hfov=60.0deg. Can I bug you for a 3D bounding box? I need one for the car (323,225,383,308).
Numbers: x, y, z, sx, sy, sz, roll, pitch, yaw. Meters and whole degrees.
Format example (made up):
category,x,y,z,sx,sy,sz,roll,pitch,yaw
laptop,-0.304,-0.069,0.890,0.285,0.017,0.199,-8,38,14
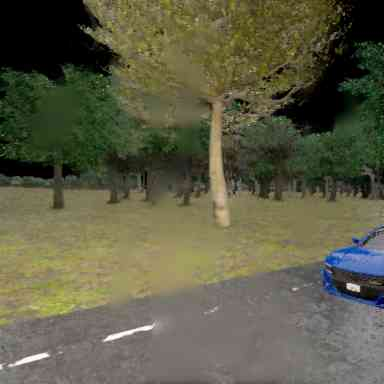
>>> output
category,x,y,z,sx,sy,sz,roll,pitch,yaw
car,4.990,1.475,7.544,5.008,1.535,1.882,0,0,-35
